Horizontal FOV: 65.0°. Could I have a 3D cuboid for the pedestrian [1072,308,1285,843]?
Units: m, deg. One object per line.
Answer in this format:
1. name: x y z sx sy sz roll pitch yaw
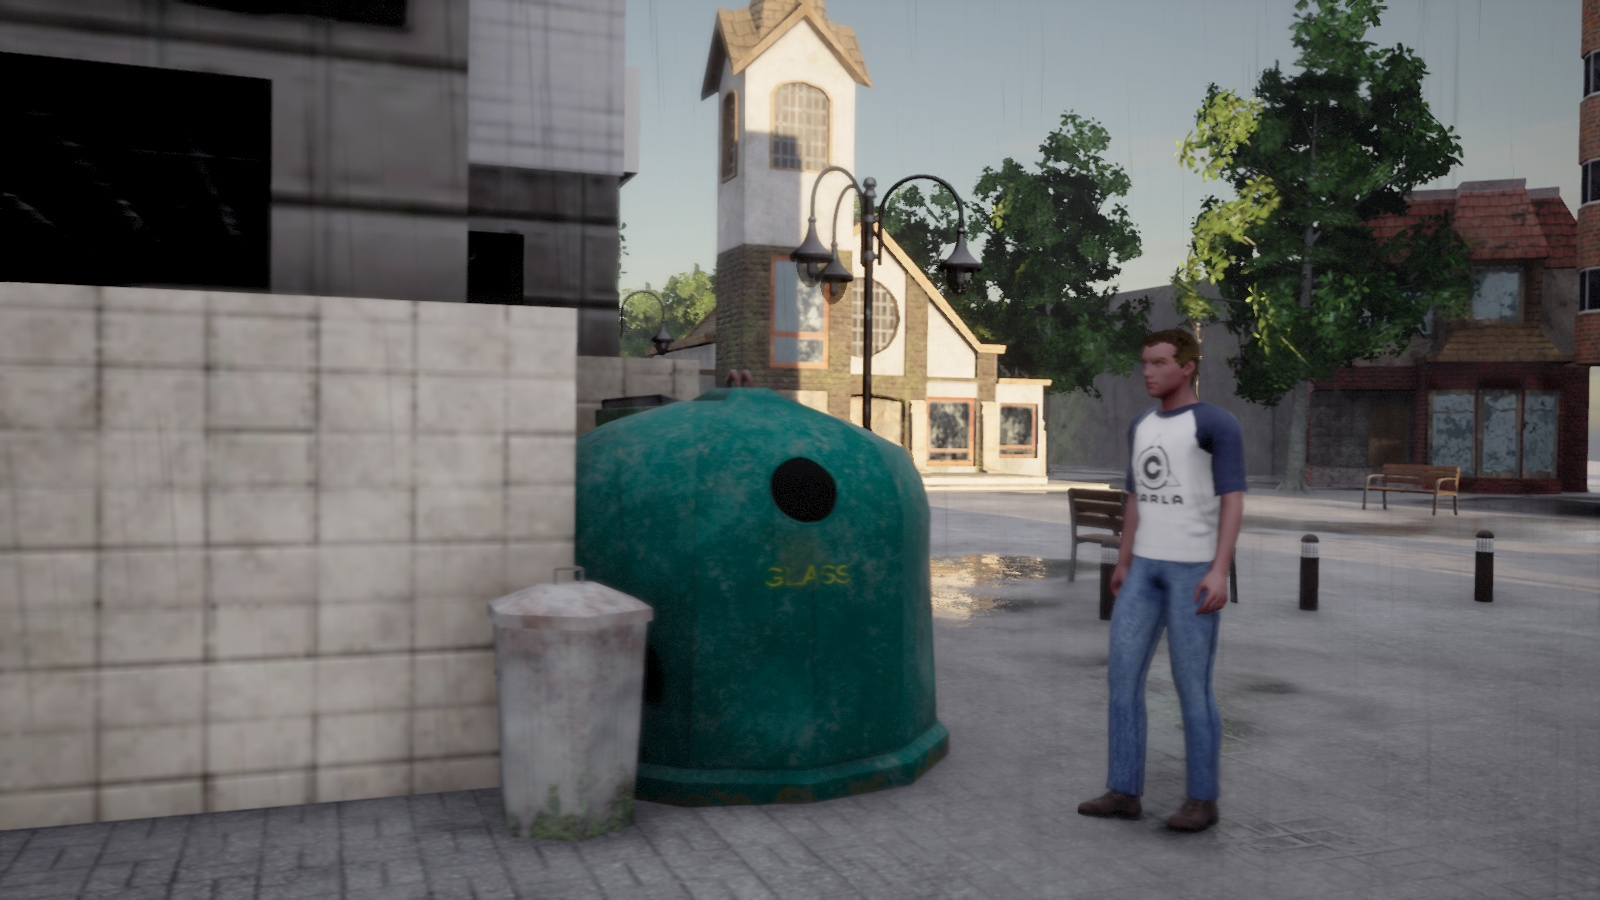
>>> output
1. pedestrian: 1.397 0.425 4.625 0.706 1.836 0.354 -1 1 -30
